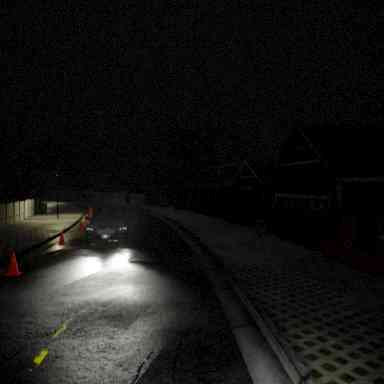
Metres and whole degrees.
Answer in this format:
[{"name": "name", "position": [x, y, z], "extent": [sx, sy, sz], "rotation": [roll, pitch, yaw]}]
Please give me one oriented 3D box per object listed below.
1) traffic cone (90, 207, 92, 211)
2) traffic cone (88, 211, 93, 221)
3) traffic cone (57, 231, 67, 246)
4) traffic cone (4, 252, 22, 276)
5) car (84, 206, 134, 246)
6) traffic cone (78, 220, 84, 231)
[{"name": "traffic cone", "position": [-8.490, 1.820, 28.203], "extent": [0.340, 0.580, 0.340], "rotation": [0, 1, -16]}, {"name": "traffic cone", "position": [-7.248, 1.858, 23.480], "extent": [0.340, 0.580, 0.340], "rotation": [0, 0, -13]}, {"name": "traffic cone", "position": [-5.431, 1.922, 13.887], "extent": [0.340, 0.580, 0.340], "rotation": [0, 0, -8]}, {"name": "traffic cone", "position": [-4.860, 1.942, 9.037], "extent": [0.340, 0.580, 0.340], "rotation": [0, 0, -5]}, {"name": "car", "position": [-3.748, 1.449, 15.343], "extent": [2.128, 1.511, 4.902], "rotation": [0, 0, -9]}, {"name": "traffic cone", "position": [-6.227, 1.894, 18.705], "extent": [0.340, 0.580, 0.340], "rotation": [0, 0, -11]}]
